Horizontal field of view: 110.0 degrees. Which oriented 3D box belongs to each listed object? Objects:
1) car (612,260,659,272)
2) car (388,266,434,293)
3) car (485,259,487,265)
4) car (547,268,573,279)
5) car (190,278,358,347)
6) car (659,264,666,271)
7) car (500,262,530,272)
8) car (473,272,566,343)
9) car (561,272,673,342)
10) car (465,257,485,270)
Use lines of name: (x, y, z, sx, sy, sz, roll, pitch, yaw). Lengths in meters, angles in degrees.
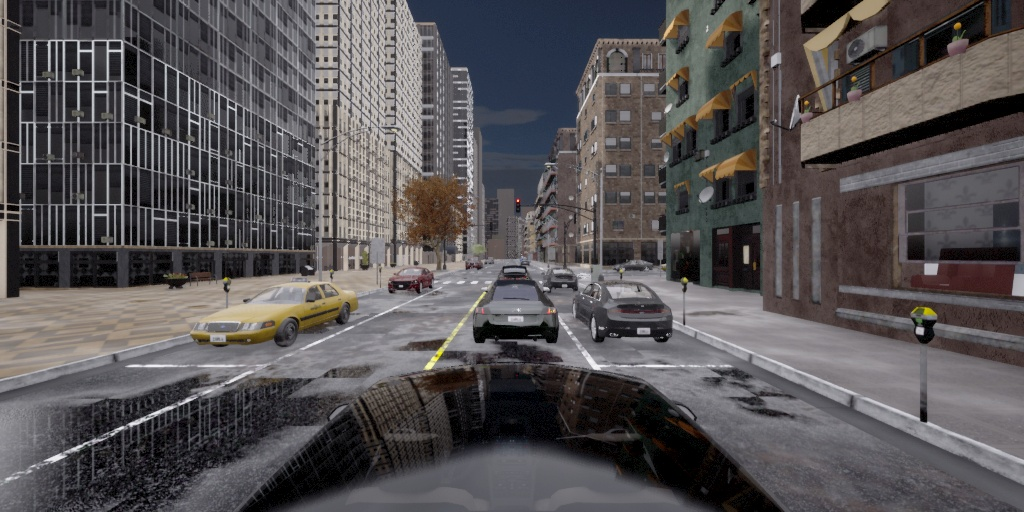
car: (13.459, 1.108, 39.985, 4.403, 1.370, 2.007, 0, 0, -1)
car: (-5.679, 1.299, 20.582, 1.888, 1.381, 4.507, 0, 0, 0)
car: (-5.655, 1.356, 58.492, 1.948, 1.339, 4.313, 0, 0, 0)
car: (2.701, 1.305, 20.576, 2.007, 1.370, 4.403, 0, 0, 0)
car: (-5.686, 1.276, 9.346, 1.751, 1.417, 4.829, 0, 0, 0)
car: (18.857, 1.006, 40.037, 4.829, 1.417, 1.751, 0, 0, -1)
car: (0.116, 1.259, 19.708, 1.837, 1.490, 4.892, 0, 0, -1)
car: (0.092, 1.315, 9.659, 1.994, 1.385, 4.181, 0, 0, 0)
car: (2.694, 1.301, 9.510, 2.007, 1.370, 4.403, 0, 0, 0)
car: (-5.659, 1.098, 52.969, 2.192, 1.841, 5.009, 0, 0, 0)
